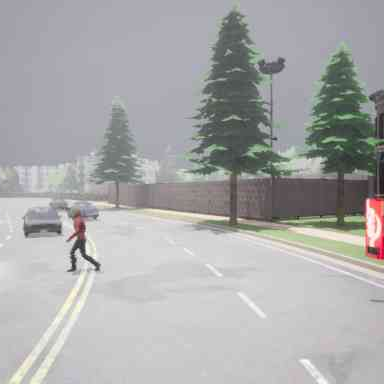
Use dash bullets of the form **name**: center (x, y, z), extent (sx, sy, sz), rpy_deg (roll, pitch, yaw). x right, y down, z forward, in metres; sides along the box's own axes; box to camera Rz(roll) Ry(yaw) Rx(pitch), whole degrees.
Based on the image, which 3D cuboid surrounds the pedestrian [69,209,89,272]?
- **pedestrian**: center (-3.121, 1.294, 9.215), extent (0.375, 1.860, 0.375), rpy_deg (0, 0, -13)

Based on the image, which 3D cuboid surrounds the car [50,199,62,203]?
- **car**: center (-16.168, 1.547, 40.167), extent (2.033, 1.411, 5.357), rpy_deg (0, 0, -30)

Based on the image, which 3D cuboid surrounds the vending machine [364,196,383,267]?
- **vending machine**: center (6.202, 1.195, 10.479), extent (1.100, 2.100, 0.880), rpy_deg (0, 0, -12)

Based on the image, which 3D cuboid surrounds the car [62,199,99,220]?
- **car**: center (-9.193, 1.548, 27.833), extent (2.033, 1.411, 5.357), rpy_deg (0, 0, -29)

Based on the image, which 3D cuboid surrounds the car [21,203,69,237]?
- **car**: center (-8.422, 1.547, 18.676), extent (2.033, 1.411, 5.357), rpy_deg (0, 0, -26)
